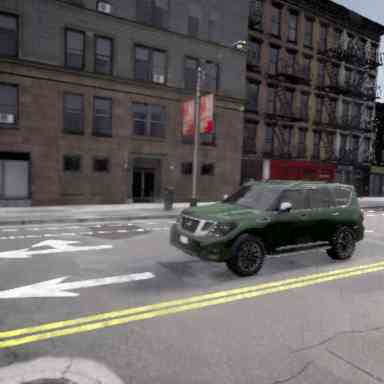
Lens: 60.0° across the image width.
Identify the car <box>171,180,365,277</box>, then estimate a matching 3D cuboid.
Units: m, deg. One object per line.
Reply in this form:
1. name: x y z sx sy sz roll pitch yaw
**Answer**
1. car: 2.213 0.718 8.816 5.566 2.045 2.150 0 4 -31
